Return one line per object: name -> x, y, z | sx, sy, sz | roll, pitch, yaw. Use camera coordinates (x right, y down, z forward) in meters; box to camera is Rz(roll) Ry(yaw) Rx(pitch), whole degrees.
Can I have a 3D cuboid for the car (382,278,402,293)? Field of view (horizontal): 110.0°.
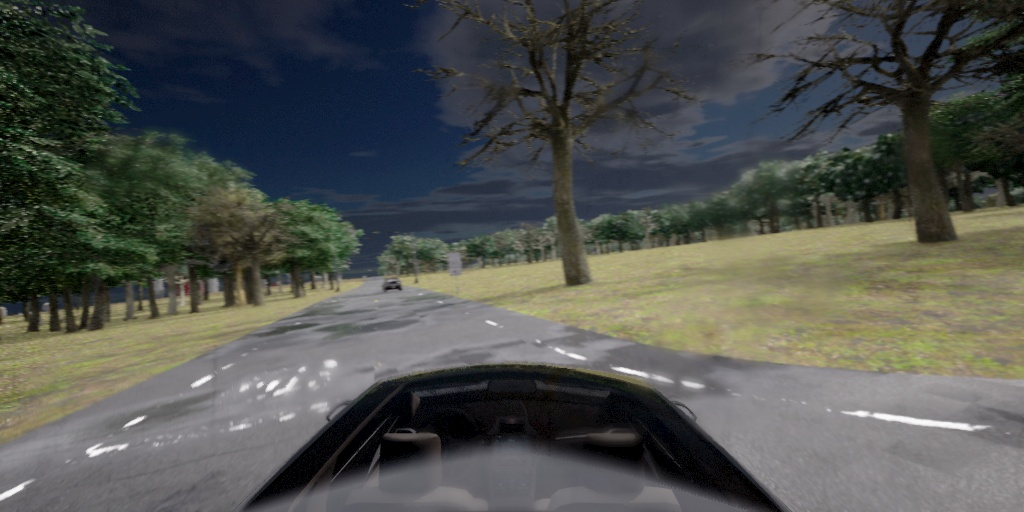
car -> -13.551, 3.288, 40.682 | 1.837, 1.490, 4.892 | -5, -2, -21
